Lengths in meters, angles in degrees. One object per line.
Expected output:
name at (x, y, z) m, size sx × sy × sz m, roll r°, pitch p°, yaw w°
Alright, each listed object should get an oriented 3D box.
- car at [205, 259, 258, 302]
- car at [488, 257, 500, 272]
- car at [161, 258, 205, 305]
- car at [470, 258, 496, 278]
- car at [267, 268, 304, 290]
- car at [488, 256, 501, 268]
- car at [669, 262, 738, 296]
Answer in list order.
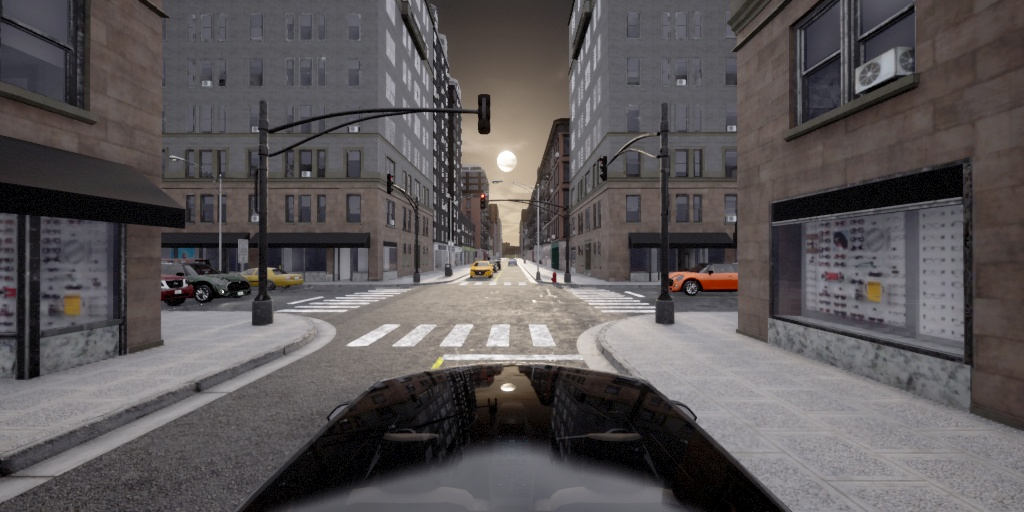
car at (-14.378, 1.084, 16.045) m, size 4.553 × 1.767 × 2.097 m, roll 0°, pitch 0°, yaw 0°
car at (-2.814, 1.246, 44.258) m, size 1.837 × 1.490 × 4.892 m, roll 0°, pitch 0°, yaw 0°
car at (-15.090, 1.035, 13.505) m, size 5.009 × 1.841 × 2.192 m, roll 0°, pitch 0°, yaw 0°
car at (-2.820, 1.223, 33.855) m, size 1.882 × 1.535 × 5.008 m, roll 0°, pitch 0°, yaw 0°
car at (-15.234, 1.280, 21.531) m, size 4.829 × 1.417 × 1.751 m, roll 0°, pitch 0°, yaw 0°
car at (-2.799, 0.955, 54.851) m, size 2.150 × 2.045 × 5.566 m, roll 0°, pitch 0°, yaw 0°
car at (10.436, 1.120, 18.983) m, size 4.553 × 1.767 × 2.097 m, roll 0°, pitch 0°, yaw 1°
